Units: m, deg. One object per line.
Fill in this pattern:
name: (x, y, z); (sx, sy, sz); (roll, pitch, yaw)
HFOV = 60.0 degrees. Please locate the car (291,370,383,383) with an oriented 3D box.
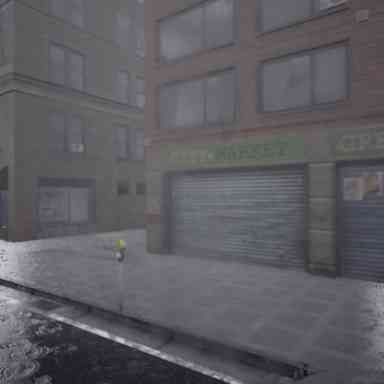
car: (2.298, 1.540, 1.170); (4.403, 1.369, 2.008); (-1, 0, 36)
